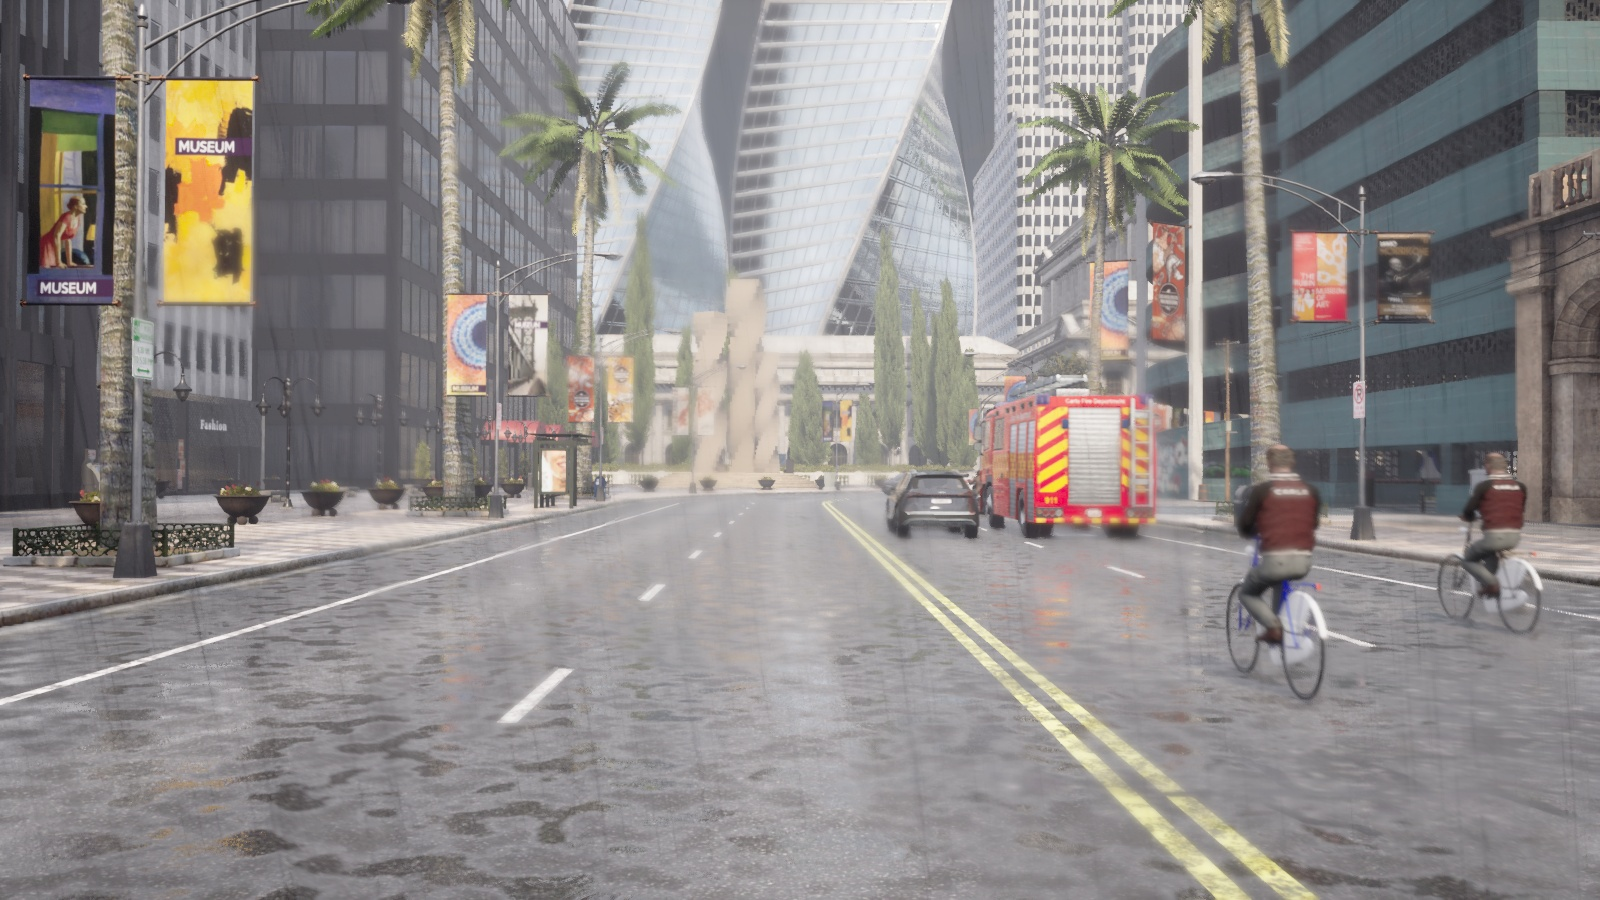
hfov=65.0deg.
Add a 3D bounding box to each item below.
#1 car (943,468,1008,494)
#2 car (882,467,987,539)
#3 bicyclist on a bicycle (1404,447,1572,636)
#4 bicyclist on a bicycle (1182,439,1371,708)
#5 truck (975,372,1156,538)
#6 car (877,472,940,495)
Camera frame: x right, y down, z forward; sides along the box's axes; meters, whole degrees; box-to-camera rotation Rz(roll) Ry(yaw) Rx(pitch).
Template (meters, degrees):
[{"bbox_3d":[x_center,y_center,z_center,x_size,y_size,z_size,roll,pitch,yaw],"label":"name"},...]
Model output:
[{"bbox_3d":[11.597,1.999,82.788,2.242,1.667,4.611,-1,-1,37],"label":"car"},{"bbox_3d":[3.250,1.256,31.315,2.033,1.649,4.856,0,-1,0],"label":"car"},{"bbox_3d":[6.906,0.871,12.724,0.659,1.776,1.843,0,-1,0],"label":"bicyclist on a bicycle"},{"bbox_3d":[3.434,0.826,9.233,0.659,1.776,1.843,0,-1,0],"label":"bicyclist on a bicycle"},{"bbox_3d":[6.730,0.180,33.249,2.891,3.827,8.468,0,-1,0],"label":"truck"},{"bbox_3d":[7.193,2.177,82.773,1.837,1.490,4.892,-1,-1,37],"label":"car"}]
